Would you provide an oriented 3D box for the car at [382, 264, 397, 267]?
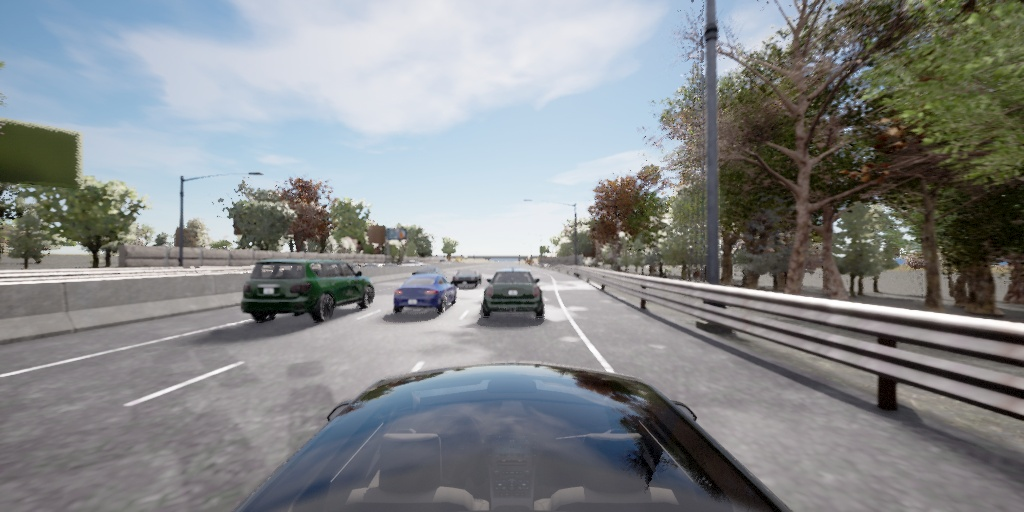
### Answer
[{"bbox_3d":[-21.010,2.117,61.821,1.837,1.490,4.892,0,-1,1],"label":"car"}]

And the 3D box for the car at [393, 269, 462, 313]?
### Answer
[{"bbox_3d":[-3.447,1.455,14.802,1.812,1.442,4.674,0,-1,0],"label":"car"}]

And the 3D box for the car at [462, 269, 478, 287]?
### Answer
[{"bbox_3d":[-3.455,1.723,28.517,1.895,1.301,4.718,0,-1,1],"label":"car"}]

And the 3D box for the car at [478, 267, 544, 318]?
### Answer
[{"bbox_3d":[0.047,1.270,14.044,2.097,1.767,4.553,0,-1,0],"label":"car"}]

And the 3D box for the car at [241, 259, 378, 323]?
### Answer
[{"bbox_3d":[-6.962,1.127,12.978,2.150,2.045,5.566,0,-1,1],"label":"car"}]

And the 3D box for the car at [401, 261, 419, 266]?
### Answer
[{"bbox_3d":[-17.511,1.837,61.948,2.150,2.045,5.566,0,-1,1],"label":"car"}]

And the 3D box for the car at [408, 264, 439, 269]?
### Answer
[{"bbox_3d":[-6.941,1.626,30.370,1.882,1.535,5.008,0,0,0],"label":"car"}]
